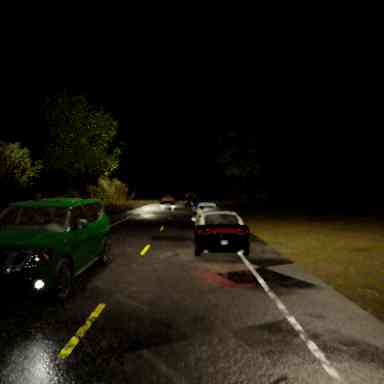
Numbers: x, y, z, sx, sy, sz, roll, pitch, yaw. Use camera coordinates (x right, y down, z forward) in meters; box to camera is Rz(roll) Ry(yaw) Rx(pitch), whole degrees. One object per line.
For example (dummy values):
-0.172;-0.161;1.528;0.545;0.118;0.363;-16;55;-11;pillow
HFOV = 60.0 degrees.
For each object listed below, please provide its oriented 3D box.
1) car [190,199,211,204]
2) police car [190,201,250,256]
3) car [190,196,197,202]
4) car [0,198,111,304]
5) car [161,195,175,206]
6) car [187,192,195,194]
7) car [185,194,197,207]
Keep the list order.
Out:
0.985;1.455;22.983;1.812;1.442;4.674;0;0;0;car
1.015;1.386;13.092;1.930;1.638;5.238;0;0;0;police car
0.967;1.385;28.983;1.882;1.535;5.008;0;0;0;car
-3.622;1.198;8.422;2.150;2.045;5.566;0;0;0;car
-3.721;1.290;51.988;1.882;1.535;5.008;0;0;0;car
-0.187;0.989;67.384;2.150;2.045;5.566;0;0;0;car
-0.124;1.378;47.927;2.033;1.411;5.357;0;0;0;car
